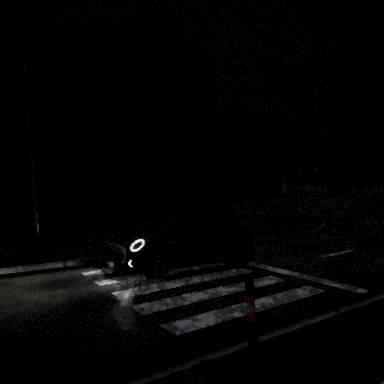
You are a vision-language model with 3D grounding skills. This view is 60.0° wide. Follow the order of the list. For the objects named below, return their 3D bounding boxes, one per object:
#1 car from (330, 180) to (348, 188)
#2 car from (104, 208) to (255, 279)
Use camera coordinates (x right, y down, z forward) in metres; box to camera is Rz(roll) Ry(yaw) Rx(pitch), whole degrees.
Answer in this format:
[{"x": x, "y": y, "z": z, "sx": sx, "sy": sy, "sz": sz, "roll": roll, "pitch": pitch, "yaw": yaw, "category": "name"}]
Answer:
[{"x": 26.929, "y": -1.537, "z": 60.978, "sx": 1.882, "sy": 1.535, "sz": 5.008, "roll": -3, "pitch": 1, "yaw": 5, "category": "car"}, {"x": -0.284, "y": 1.338, "z": 10.114, "sx": 4.553, "sy": 1.767, "sz": 2.097, "roll": 0, "pitch": 0, "yaw": -35, "category": "car"}]
